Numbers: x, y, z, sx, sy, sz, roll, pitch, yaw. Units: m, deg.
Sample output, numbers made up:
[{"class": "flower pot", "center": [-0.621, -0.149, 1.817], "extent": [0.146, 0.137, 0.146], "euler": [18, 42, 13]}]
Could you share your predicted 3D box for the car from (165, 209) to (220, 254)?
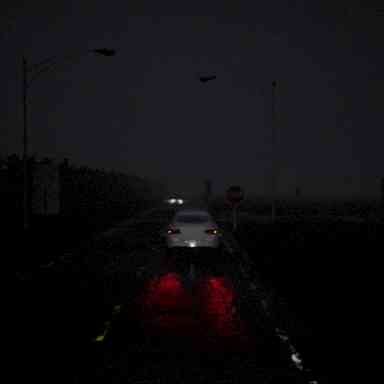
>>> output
[{"class": "car", "center": [0.034, 1.346, 12.499], "extent": [1.812, 1.442, 4.674], "euler": [0, 1, 0]}]

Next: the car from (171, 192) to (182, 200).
[{"class": "car", "center": [-2.796, 0.703, 61.630], "extent": [1.895, 1.301, 4.718], "euler": [0, 1, 1]}]
